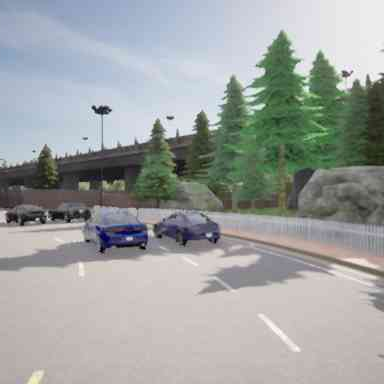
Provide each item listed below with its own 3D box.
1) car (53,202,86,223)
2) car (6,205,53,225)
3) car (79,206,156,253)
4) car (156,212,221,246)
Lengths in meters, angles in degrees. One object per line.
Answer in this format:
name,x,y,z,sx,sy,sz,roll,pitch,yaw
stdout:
car,-10.660,1.647,28.920,4.553,1.767,2.097,-1,-1,45
car,-13.269,1.788,26.575,4.892,1.490,1.837,0,0,45
car,-3.508,1.626,14.776,1.882,1.535,5.008,0,0,-28
car,-0.329,1.680,16.260,1.812,1.442,4.674,0,0,-28
